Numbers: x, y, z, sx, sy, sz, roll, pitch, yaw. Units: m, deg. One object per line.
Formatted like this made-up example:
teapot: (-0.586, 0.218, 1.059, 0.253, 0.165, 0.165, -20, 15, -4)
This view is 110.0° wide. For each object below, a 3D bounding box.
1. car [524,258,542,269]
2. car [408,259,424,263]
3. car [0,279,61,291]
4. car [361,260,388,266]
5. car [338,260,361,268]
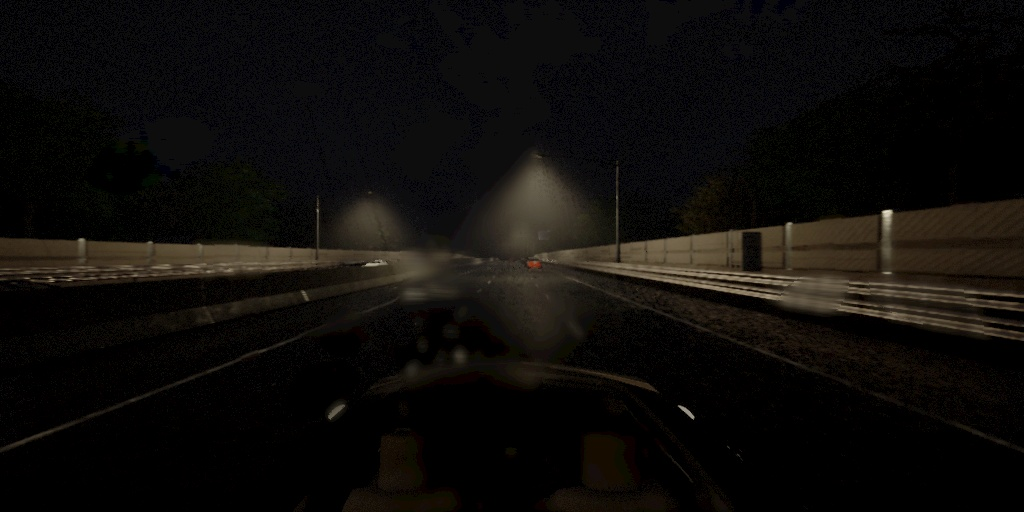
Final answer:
car: (3.501, 1.103, 56.617, 2.097, 1.767, 4.553, 0, 0, 0)
car: (-14.044, 1.231, 52.491, 1.882, 1.535, 5.008, 0, 0, 1)
car: (-14.094, 1.318, 9.404, 1.994, 1.385, 4.181, 0, 0, 0)
car: (-17.555, 1.279, 46.811, 1.812, 1.442, 4.674, 0, 0, 1)
car: (-21.046, 1.231, 47.408, 1.882, 1.535, 5.008, 0, 0, 1)
